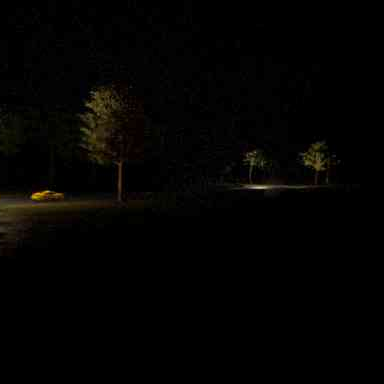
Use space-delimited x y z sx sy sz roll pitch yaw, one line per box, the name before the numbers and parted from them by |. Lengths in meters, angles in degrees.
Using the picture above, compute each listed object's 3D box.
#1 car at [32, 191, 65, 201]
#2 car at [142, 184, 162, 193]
car | -22.396 0.574 52.208 1.882 1.535 5.008 4 4 35
car | -9.713 -0.990 81.883 2.150 2.045 5.566 4 4 35
